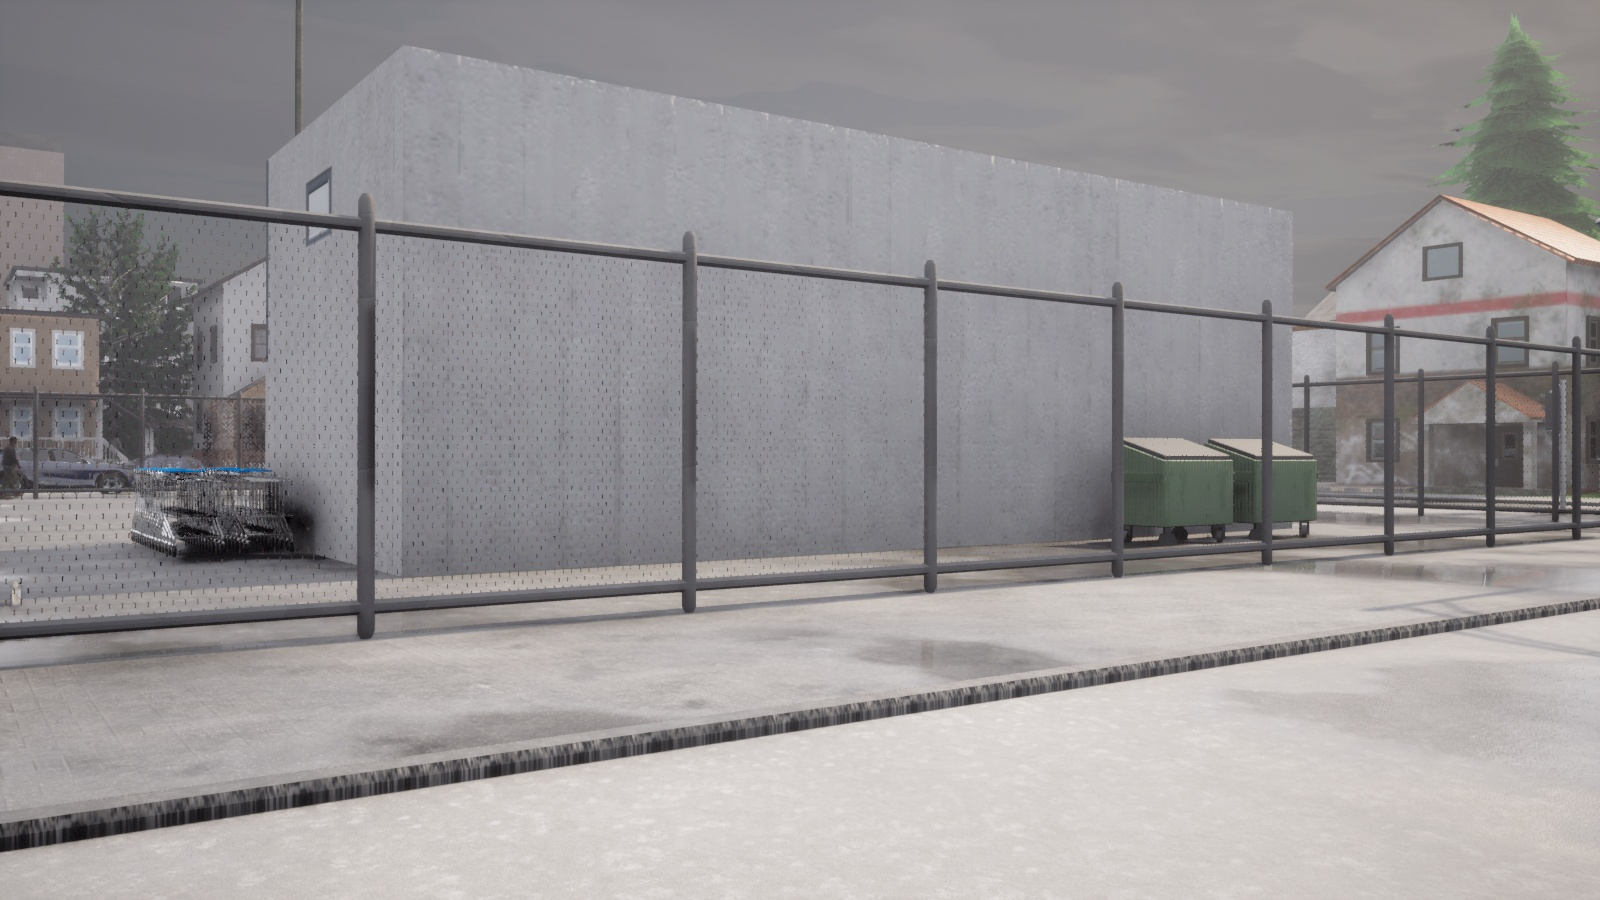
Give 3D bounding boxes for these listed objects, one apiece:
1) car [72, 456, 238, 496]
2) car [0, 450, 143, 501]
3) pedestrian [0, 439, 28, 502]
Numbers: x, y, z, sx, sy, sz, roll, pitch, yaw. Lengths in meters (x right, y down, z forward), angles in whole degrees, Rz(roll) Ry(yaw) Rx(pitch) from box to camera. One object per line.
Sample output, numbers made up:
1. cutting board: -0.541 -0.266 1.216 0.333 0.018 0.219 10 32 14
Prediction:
1. car: -24.315 0.960 47.435 5.357 1.411 2.033 0 0 -35
2. car: -24.908 0.831 42.177 4.856 1.649 2.033 0 0 -34
3. pedestrian: -23.179 0.594 36.960 0.703 1.840 0.431 0 0 -39
